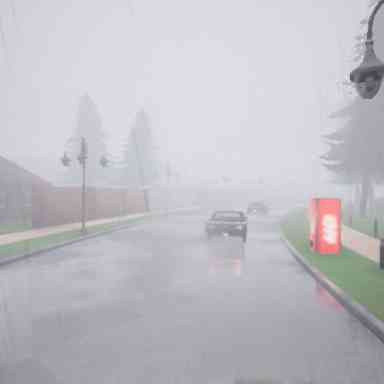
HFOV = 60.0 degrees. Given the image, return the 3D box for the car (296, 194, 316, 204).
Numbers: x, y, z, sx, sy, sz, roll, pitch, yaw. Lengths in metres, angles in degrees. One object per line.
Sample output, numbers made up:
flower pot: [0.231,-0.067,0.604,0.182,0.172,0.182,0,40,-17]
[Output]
car: [22.089,1.558,65.478,1.812,1.442,4.674,0,0,40]

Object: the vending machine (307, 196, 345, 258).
vending machine: [4.777,1.207,11.922,1.100,2.100,0.880,0,0,8]

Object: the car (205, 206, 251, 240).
car: [1.905,1.599,16.963,1.895,1.301,4.718,0,0,11]

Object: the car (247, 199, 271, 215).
car: [6.890,1.513,33.994,1.837,1.490,4.892,0,0,21]

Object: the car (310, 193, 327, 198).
car: [32.906,1.253,88.397,1.905,1.878,3.866,0,0,-43]
